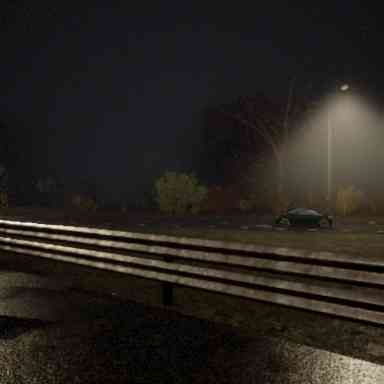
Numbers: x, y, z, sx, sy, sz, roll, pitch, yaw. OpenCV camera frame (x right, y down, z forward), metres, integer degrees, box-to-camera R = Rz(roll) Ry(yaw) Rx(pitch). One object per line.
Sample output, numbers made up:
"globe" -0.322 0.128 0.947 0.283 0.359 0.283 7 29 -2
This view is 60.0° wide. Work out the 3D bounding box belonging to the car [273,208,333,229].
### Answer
"car" 8.114 1.898 24.548 4.181 1.385 1.994 0 0 14
